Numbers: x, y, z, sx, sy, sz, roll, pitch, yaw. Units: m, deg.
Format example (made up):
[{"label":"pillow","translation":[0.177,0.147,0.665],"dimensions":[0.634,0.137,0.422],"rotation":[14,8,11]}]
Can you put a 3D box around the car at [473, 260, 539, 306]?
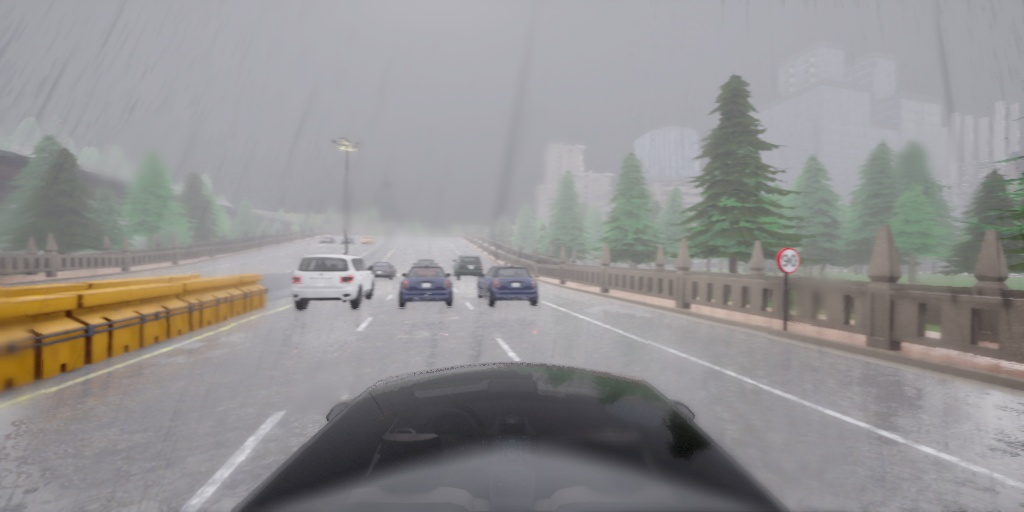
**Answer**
[{"label":"car","translation":[-0.337,1.203,16.516],"dimensions":[2.097,1.767,4.553],"rotation":[1,-1,-13]}]

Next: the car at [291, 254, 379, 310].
[{"label":"car","translation":[-7.127,0.970,14.819],"dimensions":[2.150,2.045,5.566],"rotation":[1,0,-13]}]

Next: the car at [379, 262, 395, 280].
[{"label":"car","translation":[-10.726,1.161,29.692],"dimensions":[1.994,1.385,4.181],"rotation":[1,2,-13]}]

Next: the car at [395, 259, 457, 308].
[{"label":"car","translation":[-3.743,1.153,15.708],"dimensions":[2.097,1.767,4.553],"rotation":[1,-1,-13]}]

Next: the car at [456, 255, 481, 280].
[{"label":"car","translation":[-3.845,0.922,31.030],"dimensions":[2.150,2.045,5.566],"rotation":[1,2,-14]}]

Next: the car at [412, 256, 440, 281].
[{"label":"car","translation":[-7.269,1.003,30.294],"dimensions":[2.097,1.767,4.553],"rotation":[1,2,-14]}]
